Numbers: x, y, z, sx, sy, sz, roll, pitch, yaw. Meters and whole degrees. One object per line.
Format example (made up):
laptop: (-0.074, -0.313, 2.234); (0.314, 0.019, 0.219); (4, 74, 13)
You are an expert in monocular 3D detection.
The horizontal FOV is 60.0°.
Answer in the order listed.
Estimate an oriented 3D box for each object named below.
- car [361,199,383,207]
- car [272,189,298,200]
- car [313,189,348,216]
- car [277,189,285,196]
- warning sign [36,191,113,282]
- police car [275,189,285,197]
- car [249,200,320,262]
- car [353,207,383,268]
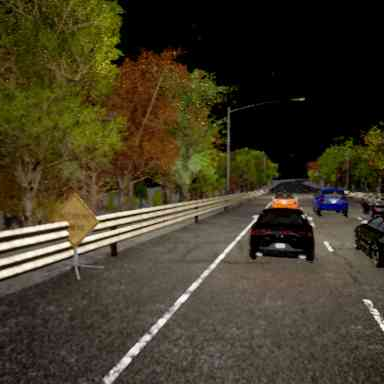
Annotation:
car: (14.325, 1.214, 25.414); (1.895, 1.301, 4.718); (1, 1, 16)
car: (7.905, 0.862, 28.423); (2.097, 1.767, 4.553); (1, 1, 16)
car: (11.109, 0.783, 26.874); (2.150, 2.045, 5.566); (1, 1, 16)
car: (22.405, 0.060, 83.864); (1.837, 1.490, 4.892); (1, 1, 16)
warning sign: (-2.719, 0.945, 7.777); (1.300, 1.860, 1.060); (2, 3, 16)
police car: (19.714, 0.143, 74.345); (1.930, 1.638, 5.238); (1, 1, 16)
car: (3.112, 1.277, 11.506); (1.882, 1.535, 5.008); (1, 1, 16)
car: (6.441, 1.408, 10.433); (1.994, 1.385, 4.181); (1, 1, 16)
